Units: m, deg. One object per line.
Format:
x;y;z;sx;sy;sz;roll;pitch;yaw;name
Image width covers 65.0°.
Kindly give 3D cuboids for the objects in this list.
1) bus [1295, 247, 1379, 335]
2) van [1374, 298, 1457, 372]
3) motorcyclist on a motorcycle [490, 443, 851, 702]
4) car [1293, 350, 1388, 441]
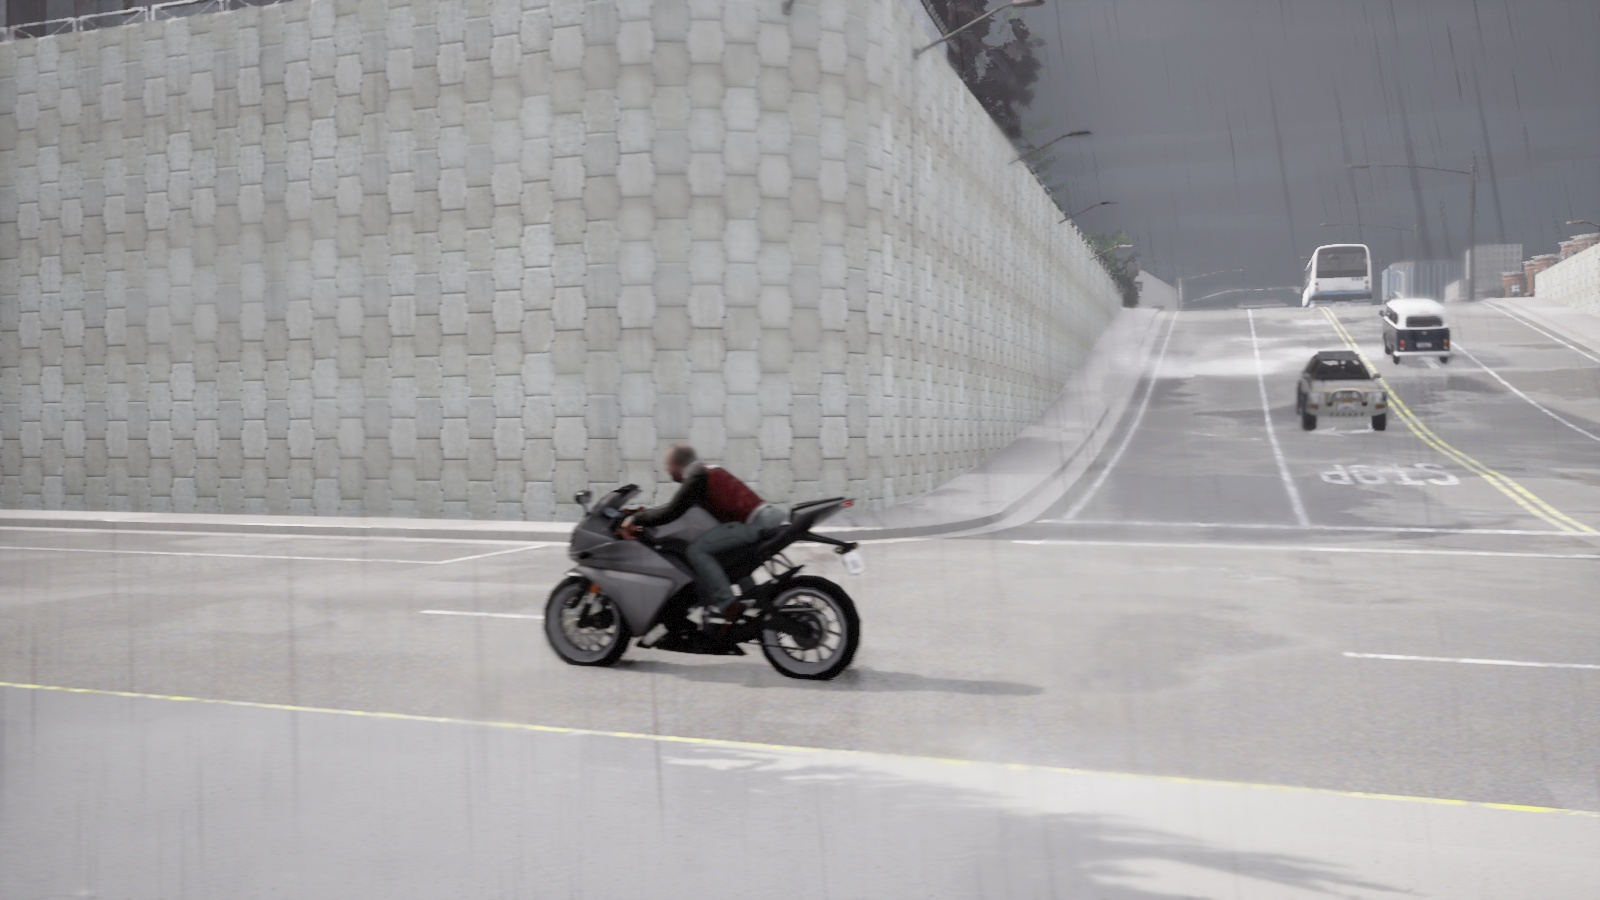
33.179;-9.675;78.010;3.944;4.253;10.273;1;1;19;bus
21.858;-4.149;44.783;2.069;2.038;4.480;1;12;19;van
-0.838;0.724;8.222;2.191;1.530;0.866;0;1;19;motorcyclist on a motorcycle
14.284;-1.518;33.422;1.932;1.855;4.605;1;9;19;car
